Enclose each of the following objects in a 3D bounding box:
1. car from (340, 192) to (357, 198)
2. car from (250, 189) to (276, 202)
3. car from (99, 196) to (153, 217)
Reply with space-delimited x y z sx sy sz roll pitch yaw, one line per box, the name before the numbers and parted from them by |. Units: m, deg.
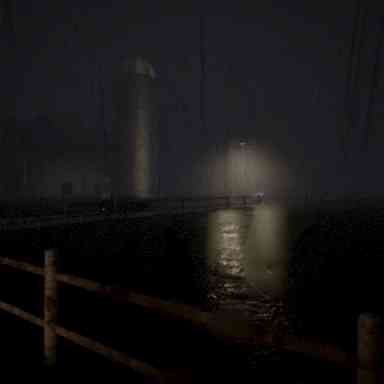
car | 37.005 0.704 79.434 2.033 1.411 5.357 0 0 42
car | 11.327 0.561 52.825 2.150 2.045 5.566 0 0 38
car | -4.949 1.036 25.847 2.128 1.511 4.902 0 1 35
